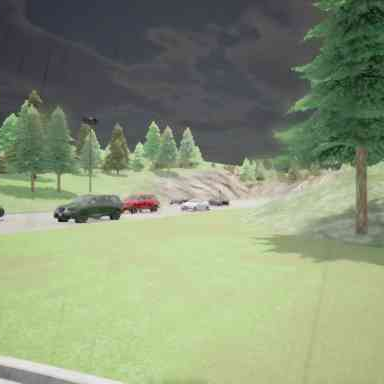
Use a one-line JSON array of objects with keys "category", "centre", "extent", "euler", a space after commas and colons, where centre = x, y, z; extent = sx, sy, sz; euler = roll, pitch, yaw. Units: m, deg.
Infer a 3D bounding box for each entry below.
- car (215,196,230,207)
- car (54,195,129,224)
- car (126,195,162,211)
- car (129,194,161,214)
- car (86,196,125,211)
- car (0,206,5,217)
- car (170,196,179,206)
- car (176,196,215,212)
[{"category": "car", "centre": [4.162, 1.391, 51.832], "extent": [2.097, 1.767, 4.553], "euler": [0, 0, 31]}, {"category": "car", "centre": [-7.669, 1.222, 25.279], "extent": [2.150, 2.045, 5.566], "euler": [0, 0, 31]}, {"category": "car", "centre": [-5.915, 1.351, 41.904], "extent": [2.097, 1.767, 4.553], "euler": [0, 0, 31]}, {"category": "car", "centre": [-5.778, 1.220, 35.306], "extent": [2.150, 2.045, 5.566], "euler": [0, 0, 31]}, {"category": "car", "centre": [-10.566, 1.352, 40.942], "extent": [2.097, 1.767, 4.553], "euler": [0, 0, 31]}, {"category": "car", "centre": [-16.359, 1.500, 24.361], "extent": [1.837, 1.490, 4.892], "euler": [0, 1, 31]}, {"category": "car", "centre": [-1.870, 1.441, 55.384], "extent": [1.812, 1.442, 4.674], "euler": [0, 0, 31]}, {"category": "car", "centre": [0.462, 1.524, 38.923], "extent": [1.812, 1.442, 4.674], "euler": [0, 0, 31]}]
